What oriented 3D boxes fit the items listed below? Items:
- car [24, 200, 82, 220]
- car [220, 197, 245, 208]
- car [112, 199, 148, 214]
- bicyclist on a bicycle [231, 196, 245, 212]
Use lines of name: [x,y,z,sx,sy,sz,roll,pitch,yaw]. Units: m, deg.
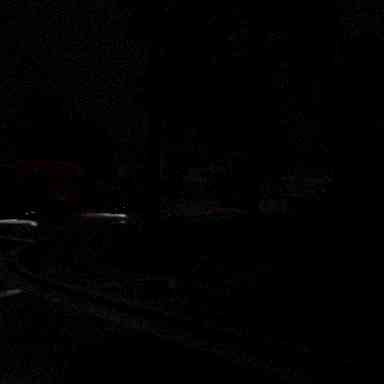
car: [-11.774,1.503,28.456,1.837,1.490,4.892,0,0,34]
car: [5.925,1.475,48.121,1.882,1.535,5.008,0,0,34]
car: [-6.506,1.502,36.260,1.837,1.490,4.892,0,0,34]
bicyclist on a bicycle: [4.746,1.222,34.219,1.656,1.620,0.582,0,0,34]
